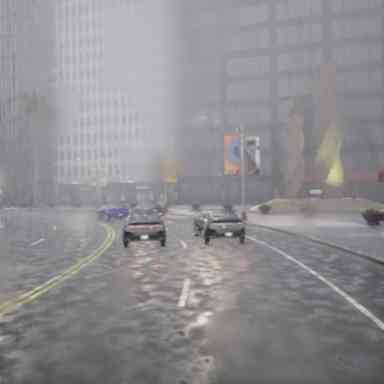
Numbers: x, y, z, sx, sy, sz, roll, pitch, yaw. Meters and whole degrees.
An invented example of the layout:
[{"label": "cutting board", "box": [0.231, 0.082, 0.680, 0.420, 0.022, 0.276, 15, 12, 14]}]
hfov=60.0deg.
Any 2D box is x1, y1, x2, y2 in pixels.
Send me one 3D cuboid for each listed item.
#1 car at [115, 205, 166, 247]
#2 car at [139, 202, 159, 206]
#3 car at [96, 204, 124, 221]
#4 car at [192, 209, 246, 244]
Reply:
[{"label": "car", "box": [-2.284, 1.635, 15.893, 2.128, 1.511, 4.902, -1, 0, -8]}, {"label": "car", "box": [-4.294, 1.792, 32.333, 1.837, 1.490, 4.892, -1, 0, -30]}, {"label": "car", "box": [-7.441, 1.803, 30.766, 1.882, 1.535, 5.008, -1, 0, -31]}, {"label": "car", "box": [1.186, 1.582, 16.346, 2.128, 1.511, 4.902, -1, 0, -8]}]
